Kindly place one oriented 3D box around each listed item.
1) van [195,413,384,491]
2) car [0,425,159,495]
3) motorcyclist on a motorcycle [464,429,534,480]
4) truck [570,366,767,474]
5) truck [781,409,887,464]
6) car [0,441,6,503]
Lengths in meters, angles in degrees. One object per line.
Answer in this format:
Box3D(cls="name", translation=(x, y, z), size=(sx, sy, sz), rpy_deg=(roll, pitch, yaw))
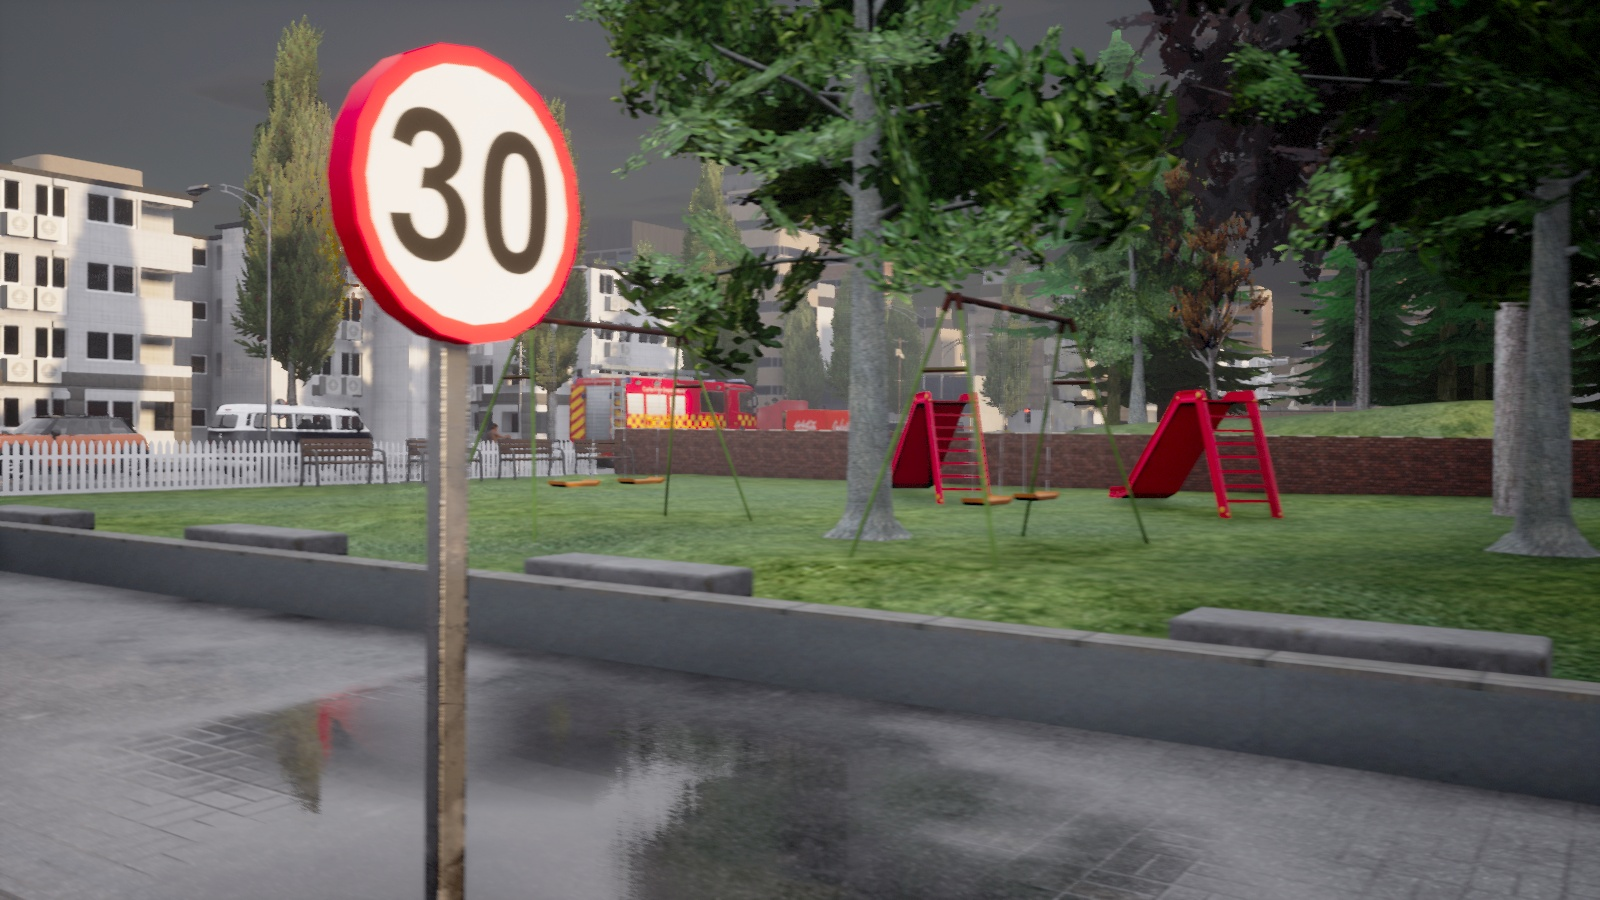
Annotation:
Box3D(cls="van", translation=(-14.219, 0.017, 35.216), size=(2.069, 2.038, 4.480), rpy_deg=(0, 1, 34))
Box3D(cls="car", translation=(-20.033, 0.214, 33.709), size=(2.097, 1.767, 4.553), rpy_deg=(0, 1, 34))
Box3D(cls="motorcyclist on a motorcycle", translation=(-9.946, 0.118, 41.621), size=(0.766, 1.649, 2.350), rpy_deg=(0, 1, 34))
Box3D(cls="truck", translation=(-4.941, -1.145, 49.115), size=(2.891, 3.827, 8.468), rpy_deg=(0, 1, 34))
Box3D(cls="truck", translation=(1.669, -0.662, 59.025), size=(2.627, 2.467, 5.204), rpy_deg=(0, 1, 34))
Box3D(cls="car", translation=(-19.765, 0.521, 26.912), size=(1.994, 1.385, 4.181), rpy_deg=(0, 1, 33))
